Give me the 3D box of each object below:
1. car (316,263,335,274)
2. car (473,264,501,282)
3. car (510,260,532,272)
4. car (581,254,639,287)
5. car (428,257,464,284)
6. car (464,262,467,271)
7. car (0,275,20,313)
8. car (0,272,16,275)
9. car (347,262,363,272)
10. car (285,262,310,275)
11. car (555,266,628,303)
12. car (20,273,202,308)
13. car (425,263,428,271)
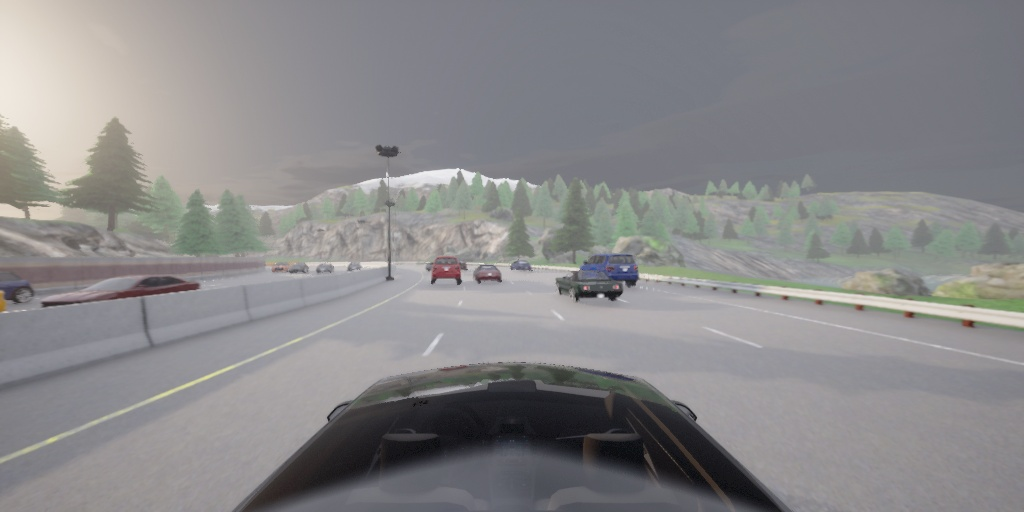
[{"bbox_3d":[-25.610,1.680,49.333,2.128,1.511,4.902,-1,0,-19],"label":"car"},{"bbox_3d":[-2.085,1.359,29.313,1.994,1.385,4.181,-1,0,-11],"label":"car"},{"bbox_3d":[1.117,1.275,46.953,1.812,1.442,4.674,0,0,-17],"label":"car"},{"bbox_3d":[6.089,0.880,23.233,2.150,2.045,5.566,0,0,-9],"label":"car"},{"bbox_3d":[-5.246,1.068,28.431,2.150,2.045,5.566,0,0,-11],"label":"car"},{"bbox_3d":[-8.033,1.376,53.013,1.882,1.535,5.008,0,-1,-20],"label":"car"},{"bbox_3d":[-17.826,1.523,9.855,1.882,1.535,5.008,-1,0,-3],"label":"car"},{"bbox_3d":[-25.349,1.522,16.309,2.097,1.767,4.553,-1,0,-6],"label":"car"},{"bbox_3d":[-23.511,1.648,53.798,2.128,1.511,4.902,-1,0,-20],"label":"car"},{"bbox_3d":[-29.535,1.754,49.910,1.837,1.490,4.892,-1,0,-19],"label":"car"},{"bbox_3d":[3.318,1.302,16.502,1.895,1.301,4.718,-1,0,-6],"label":"car"},{"bbox_3d":[-14.580,1.471,13.790,1.882,1.535,5.008,-1,0,-5],"label":"car"},{"bbox_3d":[-11.374,1.520,51.851,1.994,1.385,4.181,-1,0,-20],"label":"car"}]
